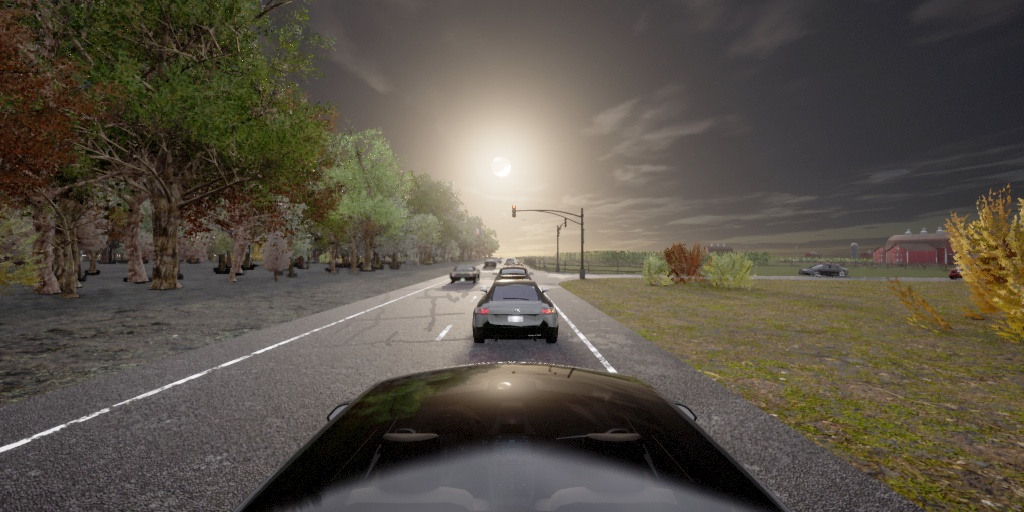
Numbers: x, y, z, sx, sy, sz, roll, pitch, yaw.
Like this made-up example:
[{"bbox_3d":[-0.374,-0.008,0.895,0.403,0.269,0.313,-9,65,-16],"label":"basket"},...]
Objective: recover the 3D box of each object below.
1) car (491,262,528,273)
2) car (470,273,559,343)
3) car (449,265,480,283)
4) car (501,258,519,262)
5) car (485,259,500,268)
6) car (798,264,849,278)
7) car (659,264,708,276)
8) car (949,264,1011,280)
[{"bbox_3d":[0.059,1.259,18.565,1.837,1.490,4.892,0,0,0],"label":"car"},{"bbox_3d":[0.076,1.316,9.665,1.994,1.385,4.181,0,0,0],"label":"car"},{"bbox_3d":[-3.470,1.356,27.356,1.895,1.301,4.718,0,0,0],"label":"car"},{"bbox_3d":[0.123,1.356,51.835,1.895,1.301,4.718,0,0,-10],"label":"car"},{"bbox_3d":[-3.563,1.231,60.545,1.882,1.535,5.008,0,0,0],"label":"car"},{"bbox_3d":[35.538,1.702,41.027,4.892,1.490,1.837,1,-1,0],"label":"car"},{"bbox_3d":[19.497,1.568,41.058,5.357,1.411,2.033,1,-1,0],"label":"car"},{"bbox_3d":[48.806,1.633,37.413,4.553,1.767,2.097,1,-1,0],"label":"car"}]
